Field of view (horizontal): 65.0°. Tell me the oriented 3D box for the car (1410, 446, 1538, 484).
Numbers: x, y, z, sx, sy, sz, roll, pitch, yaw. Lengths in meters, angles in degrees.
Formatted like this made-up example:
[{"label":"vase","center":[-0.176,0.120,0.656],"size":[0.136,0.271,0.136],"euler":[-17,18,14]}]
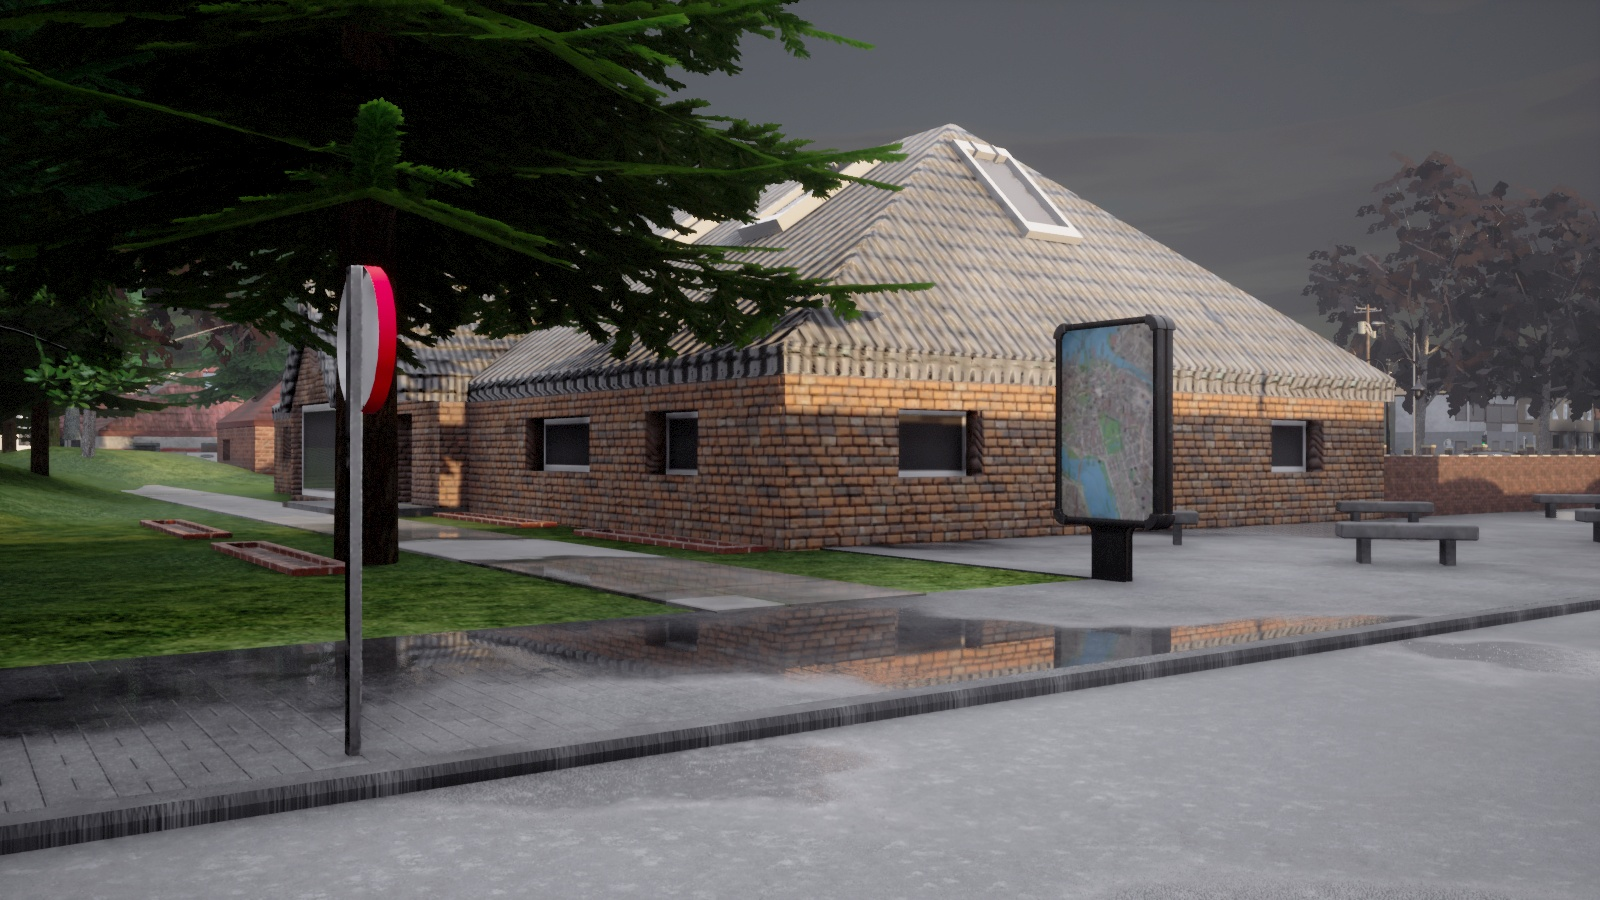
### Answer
[{"label":"car","center":[30.707,0.664,57.341],"size":[2.242,1.667,4.611],"euler":[0,0,-37]}]
